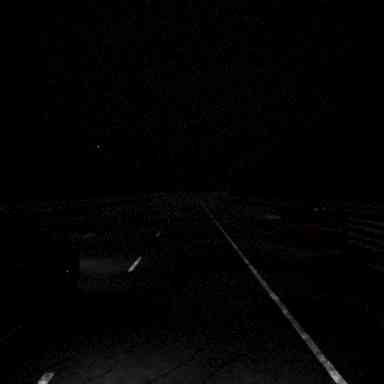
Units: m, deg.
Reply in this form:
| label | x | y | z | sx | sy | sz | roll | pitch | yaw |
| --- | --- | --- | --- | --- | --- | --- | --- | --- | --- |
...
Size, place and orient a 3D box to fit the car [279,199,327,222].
| label | x | y | z | sx | sy | sz | roll | pitch | yaw |
| --- | --- | --- | --- | --- | --- | --- | --- | --- | --- |
| car | 8.773 | 1.340 | 26.729 | 2.097 | 1.767 | 4.553 | 0 | 0 | -11 |

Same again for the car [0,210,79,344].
| label | x | y | z | sx | sy | sz | roll | pitch | yaw |
| --- | --- | --- | --- | --- | --- | --- | --- | --- | --- |
| car | -3.400 | 1.211 | 4.522 | 2.150 | 2.045 | 5.566 | 0 | 0 | 0 |
